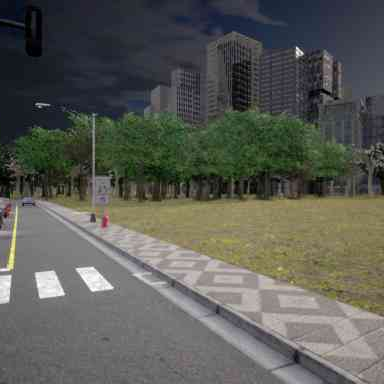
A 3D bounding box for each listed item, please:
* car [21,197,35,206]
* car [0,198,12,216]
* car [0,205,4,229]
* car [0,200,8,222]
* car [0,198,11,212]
[{"bbox_3d":[-26.232,1.474,53.301,2.033,1.411,5.357,0,0,-29],"label":"car"},{"bbox_3d":[-17.353,1.442,29.542,1.882,1.535,5.008,0,0,-27],"label":"car"},{"bbox_3d":[-8.784,1.475,12.959,2.128,1.511,4.902,0,0,-27],"label":"car"},{"bbox_3d":[-13.026,1.480,21.140,1.837,1.490,4.892,0,0,-27],"label":"car"},{"bbox_3d":[-22.088,1.454,38.687,1.837,1.490,4.892,0,0,-28],"label":"car"}]
